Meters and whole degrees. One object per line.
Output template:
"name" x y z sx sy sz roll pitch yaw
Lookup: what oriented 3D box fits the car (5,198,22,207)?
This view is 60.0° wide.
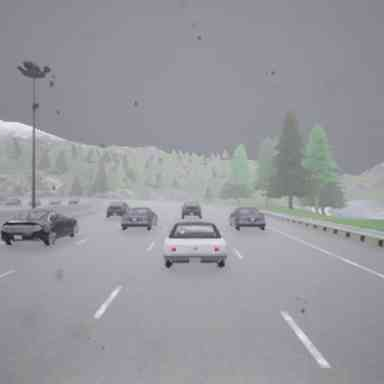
"car" -32.808 1.914 61.324 1.837 1.490 4.892 0 0 -14

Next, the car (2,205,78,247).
"car" -6.908 1.606 15.667 2.128 1.511 4.902 0 0 0

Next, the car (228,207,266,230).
"car" 3.585 1.708 22.186 2.033 1.411 5.357 0 0 0

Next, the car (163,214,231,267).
"car" 0.093 1.686 11.702 1.895 1.301 4.718 0 0 0

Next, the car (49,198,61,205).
"car" -26.239 1.971 63.854 1.812 1.442 4.674 0 0 -16

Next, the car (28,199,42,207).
"car" -29.461 1.971 62.391 1.812 1.442 4.674 0 0 -16

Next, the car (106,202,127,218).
"car" -7.118 1.742 32.664 1.837 1.490 4.892 0 0 -2

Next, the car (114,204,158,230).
"car" -3.416 1.708 22.209 2.033 1.411 5.357 0 0 0

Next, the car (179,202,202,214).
"car" -0.115 1.741 32.634 1.837 1.490 4.892 0 0 -2

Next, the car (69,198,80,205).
"car" -22.904 1.922 64.917 1.882 1.535 5.008 0 0 -16
